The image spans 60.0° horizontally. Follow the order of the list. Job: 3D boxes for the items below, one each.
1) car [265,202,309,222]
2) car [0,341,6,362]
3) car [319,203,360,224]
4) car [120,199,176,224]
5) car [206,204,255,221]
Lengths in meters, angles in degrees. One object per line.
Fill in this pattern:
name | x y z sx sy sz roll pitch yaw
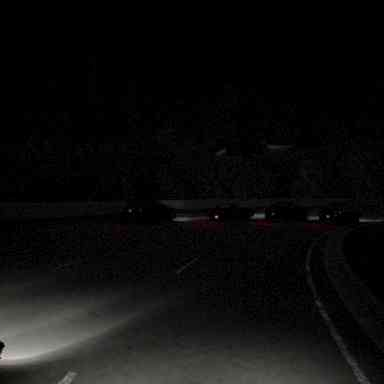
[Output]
car | 7.695 1.504 26.744 1.882 1.535 5.008 0 0 41
car | -3.235 1.523 1.410 2.033 1.411 5.357 0 0 4
car | 11.344 1.579 25.536 1.812 1.442 4.674 0 0 43
car | -3.095 1.303 24.283 2.097 1.767 4.553 1 0 31
car | 3.240 1.595 26.978 1.895 1.301 4.718 0 0 38
